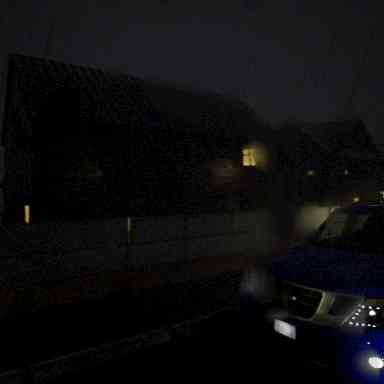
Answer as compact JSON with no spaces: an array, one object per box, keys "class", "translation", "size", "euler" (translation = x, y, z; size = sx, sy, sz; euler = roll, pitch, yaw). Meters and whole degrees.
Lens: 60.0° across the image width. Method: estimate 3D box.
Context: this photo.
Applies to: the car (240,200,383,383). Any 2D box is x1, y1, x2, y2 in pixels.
[{"class":"car","translation":[3.332,1.180,5.410],"size":[5.566,2.045,2.150],"euler":[-1,1,-35]}]
